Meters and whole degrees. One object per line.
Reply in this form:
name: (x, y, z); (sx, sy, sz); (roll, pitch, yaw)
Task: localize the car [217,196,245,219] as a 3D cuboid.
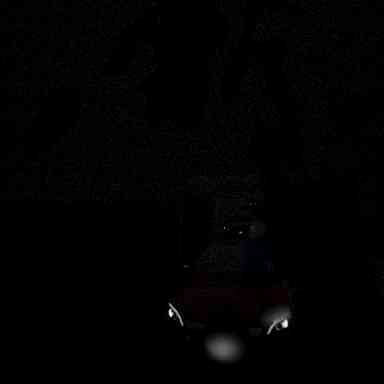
car: (3.625, 1.494, 32.106); (2.150, 2.045, 5.566); (0, 0, 5)

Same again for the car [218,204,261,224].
car: (2.459, 1.647, 17.742); (1.837, 1.490, 4.892); (0, 0, 5)

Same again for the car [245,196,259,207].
car: (7.539, 1.607, 44.158); (2.150, 2.045, 5.566); (0, -1, 5)

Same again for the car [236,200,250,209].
car: (8.395, 2.087, 54.839); (1.895, 1.301, 4.718); (0, -1, 5)

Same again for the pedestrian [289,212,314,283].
pedestrian: (2.762, 1.355, 8.385); (0.375, 1.860, 0.375); (1, -1, 5)

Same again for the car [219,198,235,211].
car: (4.993, 1.775, 48.045); (2.097, 1.767, 4.553); (0, -1, 5)

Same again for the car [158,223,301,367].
car: (0.907, 1.567, 6.114); (1.812, 1.442, 4.674); (0, -1, 14)
